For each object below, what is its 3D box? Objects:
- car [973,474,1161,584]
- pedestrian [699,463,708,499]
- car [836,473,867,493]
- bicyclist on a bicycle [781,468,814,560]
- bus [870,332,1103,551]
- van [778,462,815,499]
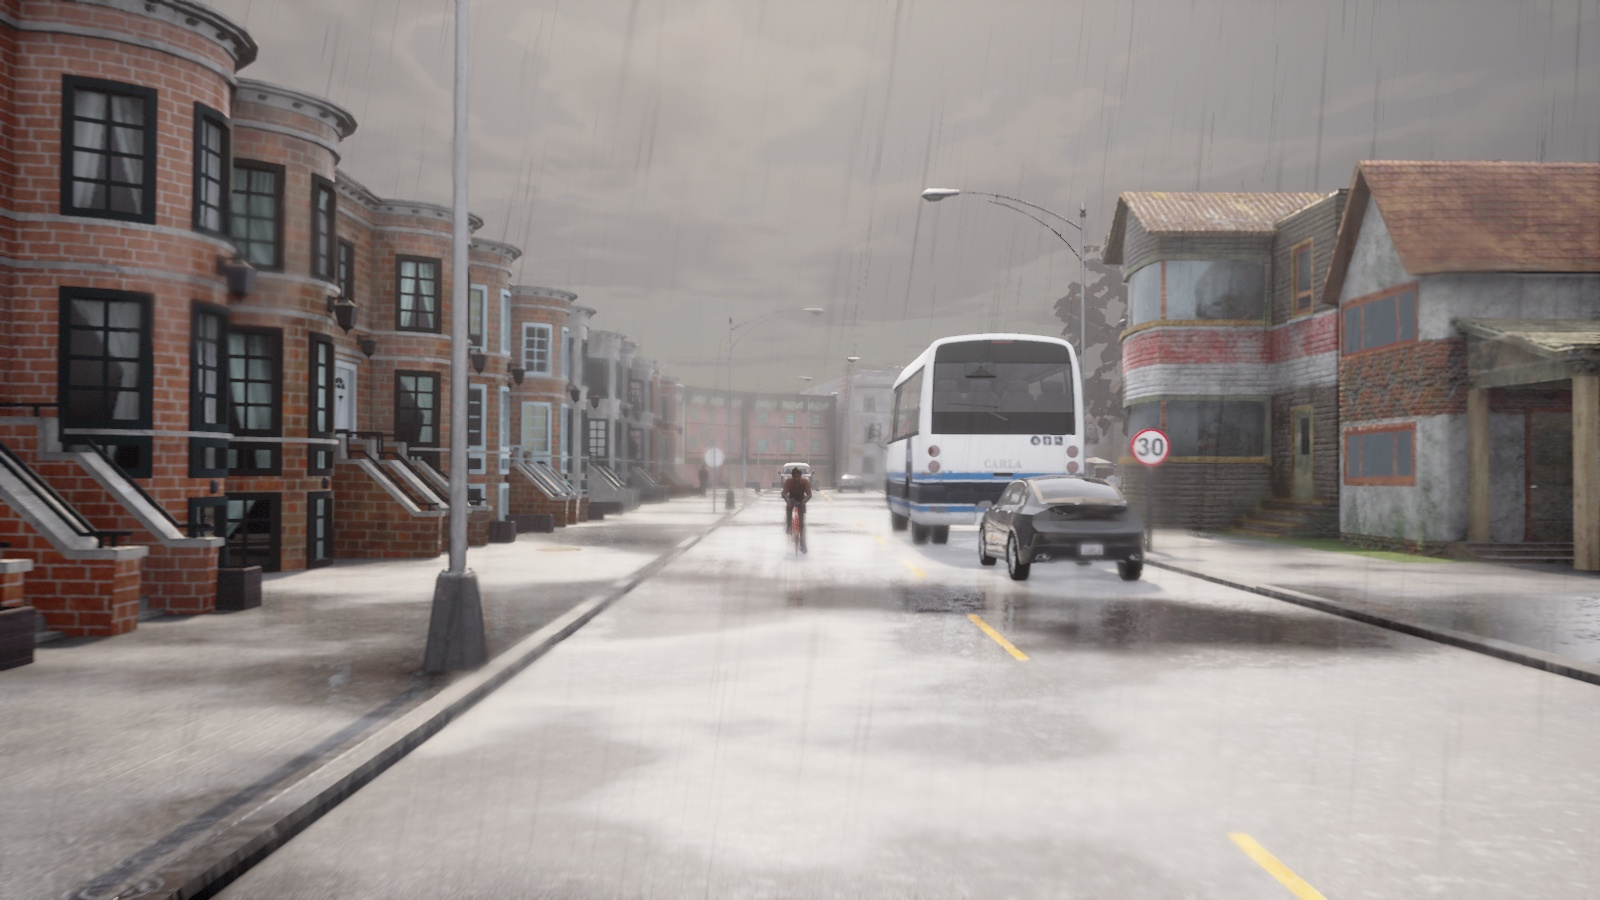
[{"bbox_3d":[3.954,1.129,19.483,1.837,1.490,4.892,0,-1,0],"label":"car"},{"bbox_3d":[-5.305,1.704,69.243,0.402,1.930,0.666,0,-1,3],"label":"pedestrian"},{"bbox_3d":[3.744,2.383,91.742,2.033,1.411,5.357,0,-1,0],"label":"car"},{"bbox_3d":[-0.054,1.156,23.203,0.582,1.620,1.656,0,-1,0],"label":"bicyclist on a bicycle"},{"bbox_3d":[3.914,-0.083,29.578,3.944,4.253,10.273,0,-1,0],"label":"bus"},{"bbox_3d":[-0.197,1.769,73.480,2.069,2.038,4.480,0,-1,0],"label":"van"}]
